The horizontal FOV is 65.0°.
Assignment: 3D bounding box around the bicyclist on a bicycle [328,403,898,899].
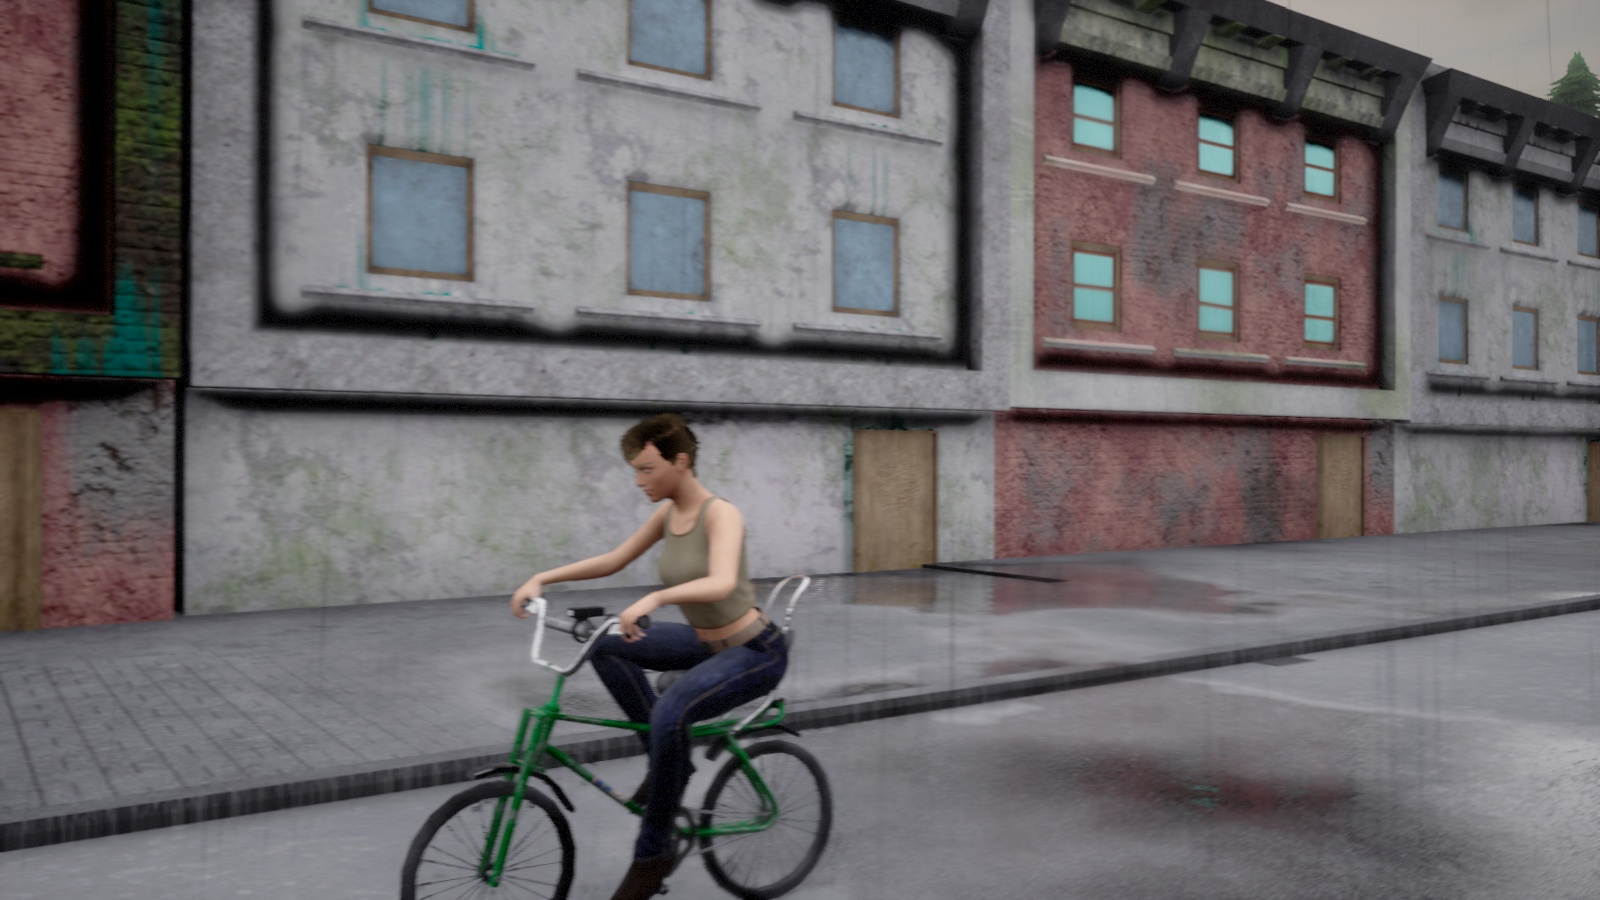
[{"bbox_3d":[-0.561,0.693,3.871,1.509,1.612,0.866,0,0,-35],"label":"bicyclist on a bicycle"}]
